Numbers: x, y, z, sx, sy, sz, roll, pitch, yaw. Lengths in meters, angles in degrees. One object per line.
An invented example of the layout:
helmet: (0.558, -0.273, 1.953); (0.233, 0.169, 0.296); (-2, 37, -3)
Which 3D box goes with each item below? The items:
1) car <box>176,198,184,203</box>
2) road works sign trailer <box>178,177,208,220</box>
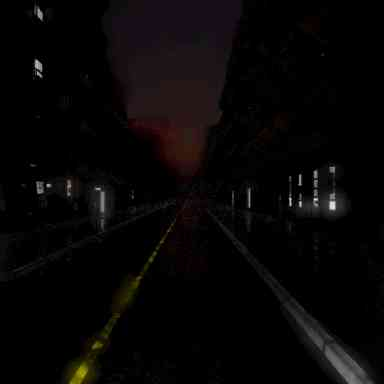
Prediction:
car: (-2.750, 1.923, 75.938); (1.895, 1.301, 4.718); (0, 0, 0)
road works sign trailer: (0.001, 0.523, 28.489); (2.380, 3.560, 2.880); (0, 0, 0)
